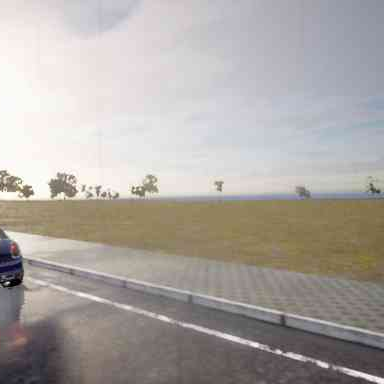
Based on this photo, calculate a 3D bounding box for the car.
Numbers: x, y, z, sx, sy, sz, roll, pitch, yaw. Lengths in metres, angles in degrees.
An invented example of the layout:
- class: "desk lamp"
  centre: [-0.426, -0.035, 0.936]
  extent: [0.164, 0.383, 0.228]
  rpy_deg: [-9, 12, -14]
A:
- class: "car"
  centre: [-6.109, 1.371, 8.113]
  extent: [4.553, 1.767, 2.097]
  rpy_deg: [0, 0, 36]
